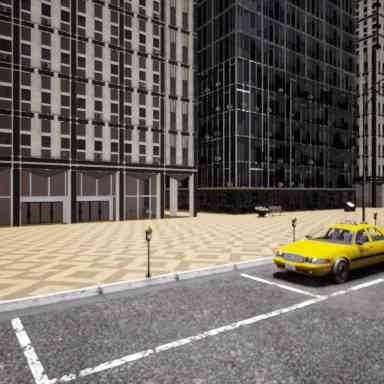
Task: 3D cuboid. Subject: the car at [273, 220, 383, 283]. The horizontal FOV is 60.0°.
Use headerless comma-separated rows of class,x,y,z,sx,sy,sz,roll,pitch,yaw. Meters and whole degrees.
car,4.407,1.526,9.653,4.829,1.417,1.752,0,0,-35
